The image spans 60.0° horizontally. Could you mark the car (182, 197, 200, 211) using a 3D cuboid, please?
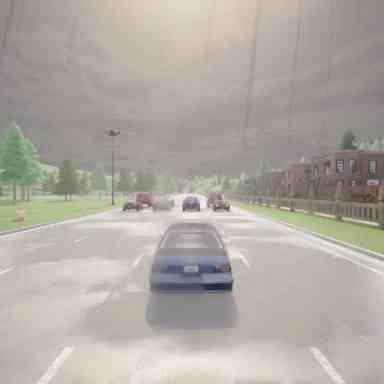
[{"bbox_3d":[-0.078,1.352,39.974,2.097,1.767,4.553,0,0,0],"label":"car"}]

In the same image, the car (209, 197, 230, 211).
[{"bbox_3d":[3.422,1.601,40.041,1.895,1.301,4.718,0,0,0],"label":"car"}]

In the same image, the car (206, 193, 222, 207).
[{"bbox_3d":[3.403,1.221,50.044,2.150,2.045,5.566,0,0,0],"label":"car"}]

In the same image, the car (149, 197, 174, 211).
[{"bbox_3d":[-3.578,1.564,39.998,1.994,1.385,4.181,0,0,0],"label":"car"}]

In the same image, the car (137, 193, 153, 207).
[{"bbox_3d":[-7.097,1.221,50.024,2.150,2.045,5.566,0,0,0],"label":"car"}]

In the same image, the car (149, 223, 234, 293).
[{"bbox_3d":[-0.018,1.547,8.975,2.033,1.411,5.357,0,0,0],"label":"car"}]

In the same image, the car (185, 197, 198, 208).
[{"bbox_3d":[-0.097,1.504,50.008,1.837,1.490,4.892,0,0,0],"label":"car"}]

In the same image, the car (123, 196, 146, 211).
[{"bbox_3d":[-7.078,1.525,39.991,1.812,1.442,4.674,0,0,0],"label":"car"}]
